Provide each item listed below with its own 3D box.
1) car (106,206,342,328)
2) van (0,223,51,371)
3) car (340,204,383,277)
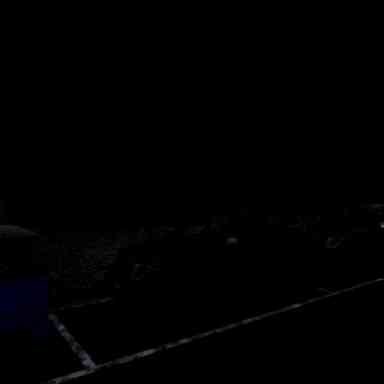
[{"bbox_3d":[0.764,1.315,7.192,5.009,1.841,2.192,0,0,-36],"label":"car"},{"bbox_3d":[-3.803,1.341,3.933,3.998,1.788,1.690,0,0,-36],"label":"van"},{"bbox_3d":[5.329,1.315,10.450,5.009,1.841,2.192,0,0,-36],"label":"car"}]
